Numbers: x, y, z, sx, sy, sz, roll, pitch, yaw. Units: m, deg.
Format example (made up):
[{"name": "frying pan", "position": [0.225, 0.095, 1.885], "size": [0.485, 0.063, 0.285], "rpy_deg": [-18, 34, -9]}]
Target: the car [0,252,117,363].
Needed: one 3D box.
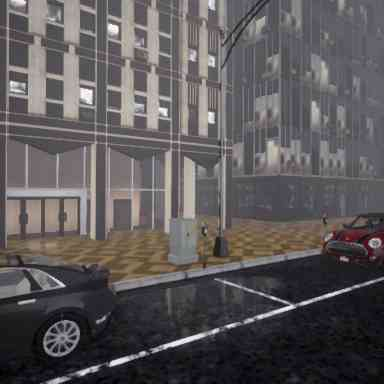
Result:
[{"name": "car", "position": [-3.184, 1.550, 4.283], "size": [4.403, 1.369, 2.008], "rpy_deg": [0, 0, -35]}]

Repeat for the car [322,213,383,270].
[{"name": "car", "position": [6.079, 1.441, 10.889], "size": [4.097, 1.590, 1.967], "rpy_deg": [0, 0, -36]}]
